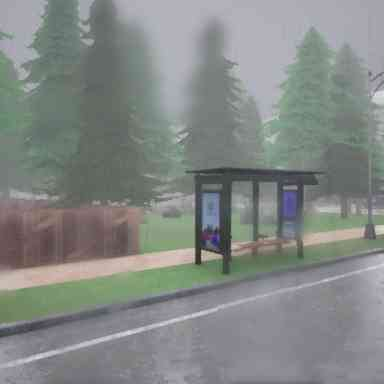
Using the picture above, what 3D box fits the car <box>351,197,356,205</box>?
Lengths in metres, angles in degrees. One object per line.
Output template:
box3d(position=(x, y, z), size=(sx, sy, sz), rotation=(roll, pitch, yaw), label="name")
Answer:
box3d(position=(25.780, 1.159, 51.767), size=(3.866, 1.878, 1.905), rotation=(0, 0, -37), label="car")

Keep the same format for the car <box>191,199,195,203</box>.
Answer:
box3d(position=(-0.284, 1.504, 64.920), size=(2.128, 1.511, 4.902), rotation=(0, 0, -43), label="car")

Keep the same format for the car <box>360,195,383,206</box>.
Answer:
box3d(position=(27.598, 1.157, 49.987), size=(4.605, 1.855, 1.932), rotation=(0, 0, -37), label="car")
